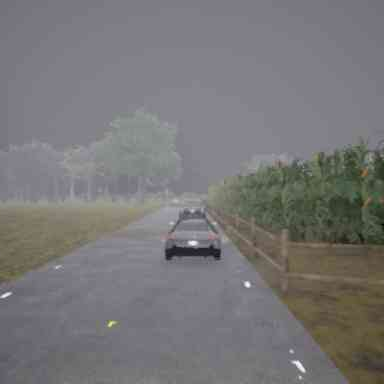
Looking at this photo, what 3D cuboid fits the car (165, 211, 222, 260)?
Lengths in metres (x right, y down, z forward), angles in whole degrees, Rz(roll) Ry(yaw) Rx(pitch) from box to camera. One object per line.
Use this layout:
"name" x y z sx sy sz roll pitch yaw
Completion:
"car" 0.049 1.640 12.838 1.994 1.385 4.181 0 0 0

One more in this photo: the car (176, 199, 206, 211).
"car" 0.046 1.525 27.515 2.097 1.767 4.553 0 0 0

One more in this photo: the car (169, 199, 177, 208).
"car" -2.816 1.957 57.785 1.812 1.442 4.674 0 -1 0
